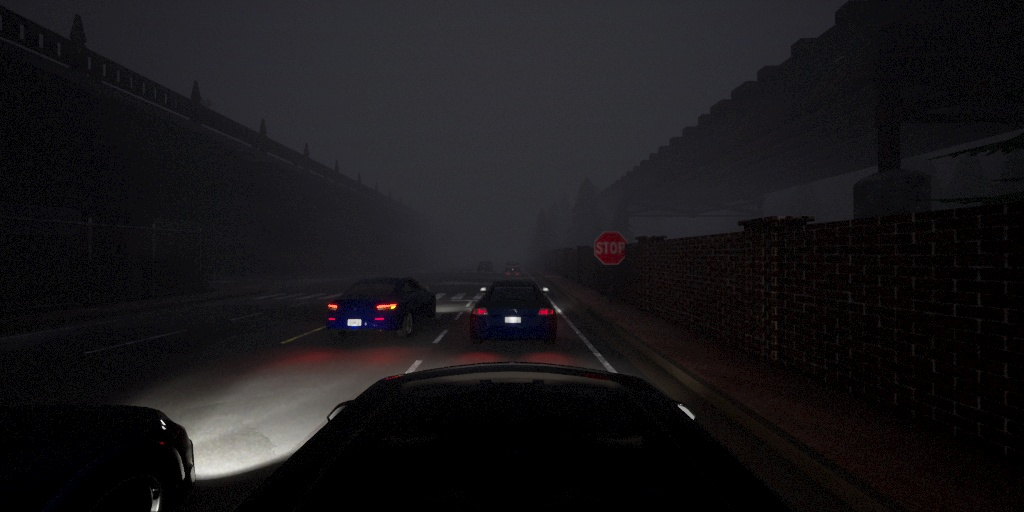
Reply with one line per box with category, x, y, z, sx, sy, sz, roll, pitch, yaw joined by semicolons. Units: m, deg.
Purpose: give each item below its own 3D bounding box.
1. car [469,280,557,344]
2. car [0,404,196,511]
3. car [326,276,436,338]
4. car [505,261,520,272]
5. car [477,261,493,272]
car;0.061;1.314;9.551;1.994;1.385;4.181;0;0;1
car;-3.399;1.314;0.974;1.994;1.385;4.181;0;0;0
car;-3.421;1.276;10.070;1.812;1.442;4.674;0;0;0
car;0.060;1.351;46.255;1.895;1.301;4.718;0;0;-1
car;-3.433;1.297;46.013;2.033;1.411;5.357;0;0;-1
